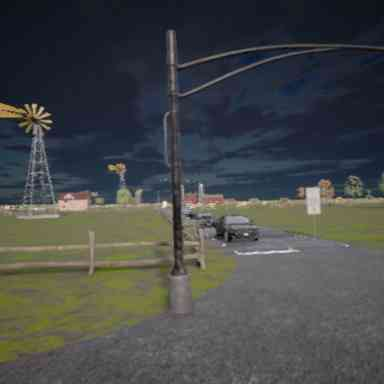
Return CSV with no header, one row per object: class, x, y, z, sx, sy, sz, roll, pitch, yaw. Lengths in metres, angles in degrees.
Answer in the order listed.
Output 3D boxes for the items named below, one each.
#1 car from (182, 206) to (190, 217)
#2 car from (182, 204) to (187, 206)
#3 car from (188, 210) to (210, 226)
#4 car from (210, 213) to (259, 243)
car,-1.043,3.331,52.271,1.882,1.535,5.008,-2,-2,-6
car,-2.457,4.168,87.467,2.150,2.045,5.566,-2,-2,-7
car,1.205,2.673,32.842,2.033,1.411,5.357,-2,-2,-7
car,2.656,2.142,20.657,1.882,1.535,5.008,-2,-2,-7
